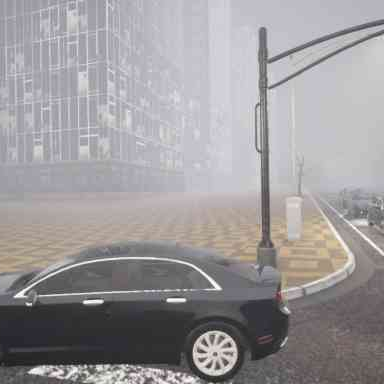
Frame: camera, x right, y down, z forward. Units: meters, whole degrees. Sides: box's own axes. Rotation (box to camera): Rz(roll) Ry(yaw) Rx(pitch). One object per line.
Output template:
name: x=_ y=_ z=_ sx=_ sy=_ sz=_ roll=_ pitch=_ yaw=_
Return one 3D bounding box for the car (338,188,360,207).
car: x=12.938 y=0.453 z=26.828 sx=2.128 sy=1.511 sz=4.902 roll=-1 pitch=2 yaw=18

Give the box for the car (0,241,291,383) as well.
car: x=-1.121 y=1.505 z=4.786 sx=4.892 sy=1.490 sz=1.837 roll=0 pitch=0 yaw=0

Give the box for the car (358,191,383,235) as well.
car: x=8.937 y=0.928 z=14.456 sx=2.128 sy=1.511 sz=4.902 roll=-1 pitch=2 yaw=18

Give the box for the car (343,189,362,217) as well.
car: x=10.964 y=0.759 z=20.757 sx=1.994 sy=1.385 sz=4.181 roll=-1 pitch=2 yaw=17
